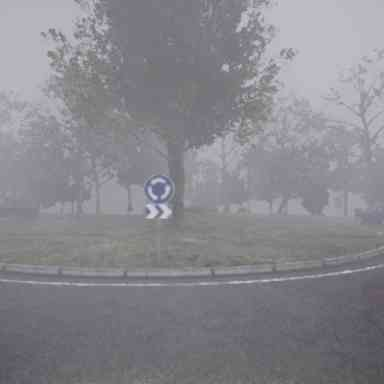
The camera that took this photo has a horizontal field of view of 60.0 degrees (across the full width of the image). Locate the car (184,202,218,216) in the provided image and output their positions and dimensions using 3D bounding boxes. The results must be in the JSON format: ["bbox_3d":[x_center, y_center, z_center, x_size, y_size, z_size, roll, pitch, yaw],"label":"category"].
[{"bbox_3d":[0.520,1.886,37.832,4.902,1.511,2.128,0,-1,10],"label":"car"}]

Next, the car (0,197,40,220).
[{"bbox_3d":[-16.087,1.503,29.005,2.150,2.045,5.566,-1,-1,27],"label":"car"}]

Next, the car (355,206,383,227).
[{"bbox_3d":[14.224,1.754,24.741,1.882,1.535,5.008,0,0,-7],"label":"car"}]
